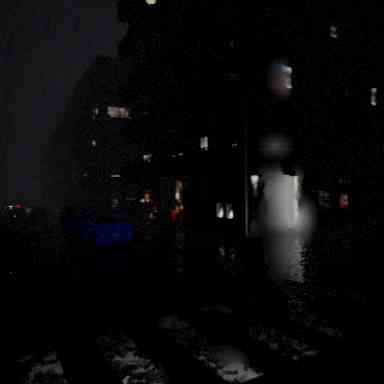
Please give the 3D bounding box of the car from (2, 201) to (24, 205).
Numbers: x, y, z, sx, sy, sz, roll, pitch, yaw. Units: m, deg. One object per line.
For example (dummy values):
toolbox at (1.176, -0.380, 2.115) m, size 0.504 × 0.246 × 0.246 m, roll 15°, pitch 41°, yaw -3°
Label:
car at (-26.288, 2.262, 48.424) m, size 2.150 × 2.045 × 5.566 m, roll -1°, pitch 0°, yaw -30°

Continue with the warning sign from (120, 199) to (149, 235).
warning sign at (-3.206, 1.350, 18.585) m, size 1.300 × 1.860 × 1.060 m, roll 0°, pitch 0°, yaw -30°

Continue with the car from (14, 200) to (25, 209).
car at (-40.623, 2.952, 78.233) m, size 2.192 × 1.841 × 5.009 m, roll -2°, pitch 0°, yaw -30°

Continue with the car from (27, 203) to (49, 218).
car at (-18.109, 2.350, 39.485) m, size 1.802 × 1.307 × 4.206 m, roll -2°, pitch 0°, yaw -30°

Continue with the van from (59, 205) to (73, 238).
van at (-6.866, 1.676, 20.112) m, size 1.690 × 1.788 × 3.998 m, roll -2°, pitch 0°, yaw -30°

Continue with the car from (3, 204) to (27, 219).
car at (-20.519, 2.418, 38.497) m, size 1.895 × 1.301 × 4.718 m, roll -1°, pitch -1°, yaw -30°

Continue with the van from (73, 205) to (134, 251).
van at (-4.053, 1.568, 15.268) m, size 1.690 × 1.788 × 3.998 m, roll -2°, pitch 0°, yaw -30°

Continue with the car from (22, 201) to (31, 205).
car at (-23.823, 2.513, 49.319) m, size 1.752 × 1.417 × 4.829 m, roll -2°, pitch 0°, yaw -30°

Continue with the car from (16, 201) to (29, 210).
car at (-34.997, 2.735, 68.546) m, size 2.192 × 1.841 × 5.009 m, roll -2°, pitch 0°, yaw -30°
